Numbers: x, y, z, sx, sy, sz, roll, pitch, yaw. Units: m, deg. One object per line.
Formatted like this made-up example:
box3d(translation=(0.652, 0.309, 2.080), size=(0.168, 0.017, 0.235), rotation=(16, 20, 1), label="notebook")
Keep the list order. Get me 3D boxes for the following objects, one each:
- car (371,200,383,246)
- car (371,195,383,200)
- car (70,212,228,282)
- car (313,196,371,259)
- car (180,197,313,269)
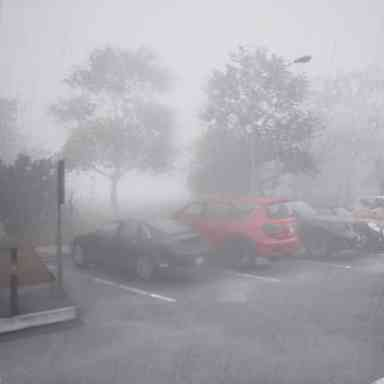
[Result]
box3d(translation=(5.948, 1.349, 14.386), size=(4.553, 1.767, 2.185), rotation=(-1, -1, 39), label="car")
box3d(translation=(11.135, 1.196, 17.345), size=(5.566, 2.045, 2.435), rotation=(-1, -1, 40), label="car")
box3d(translation=(-1.689, 1.481, 9.799), size=(4.892, 1.521, 2.231), rotation=(-1, -1, 39), label="car")
box3d(translation=(3.438, 1.225, 12.843), size=(5.566, 2.045, 2.435), rotation=(-1, -1, 39), label="car")
box3d(translation=(0.832, 1.227, 11.351), size=(5.566, 2.045, 2.435), rotation=(-1, -1, 39), label="car")
